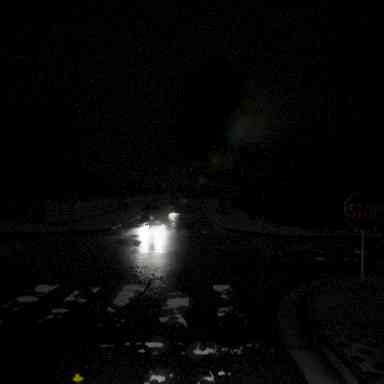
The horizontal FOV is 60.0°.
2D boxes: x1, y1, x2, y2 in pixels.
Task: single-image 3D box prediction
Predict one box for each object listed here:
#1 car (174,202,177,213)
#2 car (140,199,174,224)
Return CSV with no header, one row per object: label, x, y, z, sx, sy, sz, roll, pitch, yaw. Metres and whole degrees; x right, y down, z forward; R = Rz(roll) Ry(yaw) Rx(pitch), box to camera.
car,-2.730,1.526,36.509,1.812,1.442,4.674,0,0,0
car,-2.744,1.498,25.147,2.128,1.511,4.902,0,0,0
